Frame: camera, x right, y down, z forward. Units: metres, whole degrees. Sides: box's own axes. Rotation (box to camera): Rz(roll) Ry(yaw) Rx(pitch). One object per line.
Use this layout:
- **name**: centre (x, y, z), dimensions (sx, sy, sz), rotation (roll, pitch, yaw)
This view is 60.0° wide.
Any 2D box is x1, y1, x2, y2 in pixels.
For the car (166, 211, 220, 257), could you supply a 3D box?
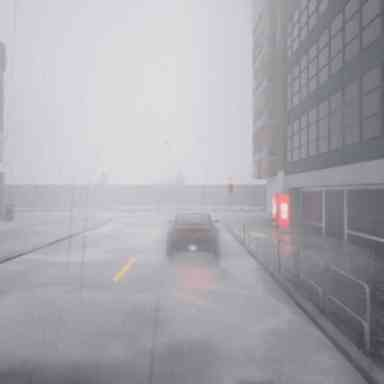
- **car**: centre (0.048, 1.506, 12.940), dimensions (1.837, 1.490, 4.892), rotation (0, 0, 0)
